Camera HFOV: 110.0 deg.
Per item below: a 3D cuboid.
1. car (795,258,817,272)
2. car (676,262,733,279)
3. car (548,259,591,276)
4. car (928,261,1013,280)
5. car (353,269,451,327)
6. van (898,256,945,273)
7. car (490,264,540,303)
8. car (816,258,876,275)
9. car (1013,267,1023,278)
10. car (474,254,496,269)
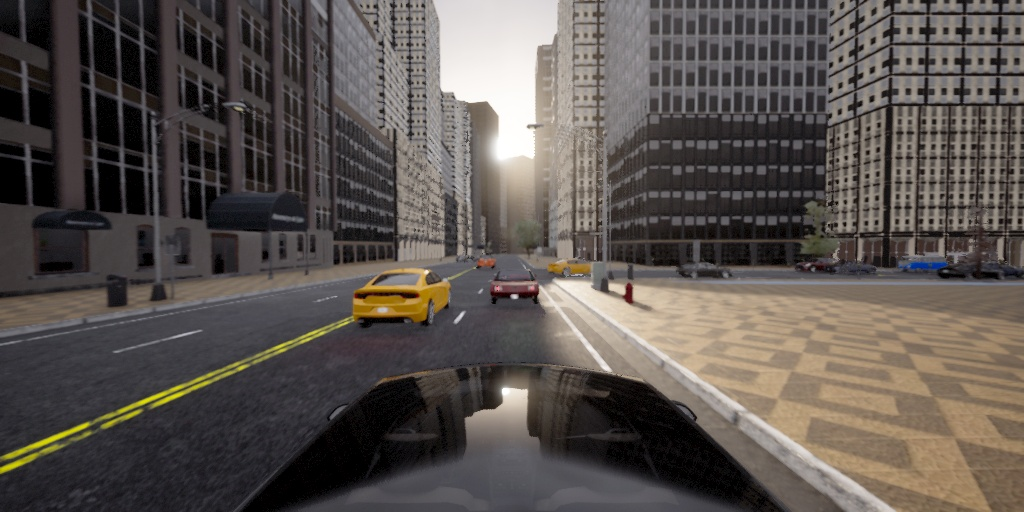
[{"bbox_3d":[32.797,0.933,38.499,4.097,1.591,1.967,0,0,-1],"label":"car"},{"bbox_3d":[15.955,1.185,29.807,4.403,1.370,2.007,0,0,-1],"label":"car"},{"bbox_3d":[5.724,0.983,32.384,5.008,1.535,1.882,0,-1,-22],"label":"car"},{"bbox_3d":[38.520,1.324,30.183,4.313,1.339,1.948,0,0,-1],"label":"car"},{"bbox_3d":[-3.143,1.131,11.200,1.882,1.535,5.008,0,1,0],"label":"car"},{"bbox_3d":[44.078,0.897,38.623,3.998,1.789,1.690,0,0,-1],"label":"van"},{"bbox_3d":[0.112,1.192,15.441,1.895,1.301,4.718,0,1,0],"label":"car"},{"bbox_3d":[33.659,1.135,35.868,4.181,1.385,1.994,0,2,0],"label":"car"},{"bbox_3d":[43.831,1.261,32.879,5.357,1.411,2.033,0,2,0],"label":"car"},{"bbox_3d":[-3.094,0.611,44.469,2.097,1.767,4.553,0,0,0],"label":"car"}]
